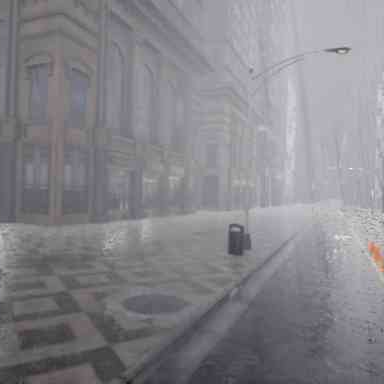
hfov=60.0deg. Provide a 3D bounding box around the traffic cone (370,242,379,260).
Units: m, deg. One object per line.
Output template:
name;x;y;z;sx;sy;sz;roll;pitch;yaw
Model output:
traffic cone;7.174;2.331;12.842;0.340;0.580;0.340;2;-1;23

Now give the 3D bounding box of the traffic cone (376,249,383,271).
traffic cone;6.396;2.286;11.000;0.340;0.580;0.340;2;-1;23

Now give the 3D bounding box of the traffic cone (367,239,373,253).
traffic cone;7.952;2.377;14.684;0.340;0.580;0.340;2;-1;23
